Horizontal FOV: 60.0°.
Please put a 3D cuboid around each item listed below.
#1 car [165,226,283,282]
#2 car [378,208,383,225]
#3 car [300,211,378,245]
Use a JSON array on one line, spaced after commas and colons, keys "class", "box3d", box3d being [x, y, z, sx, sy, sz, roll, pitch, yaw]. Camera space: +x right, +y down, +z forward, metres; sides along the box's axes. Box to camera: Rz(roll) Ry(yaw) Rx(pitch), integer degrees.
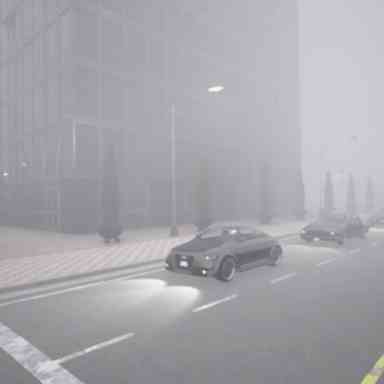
[{"class": "car", "box3d": [1.150, 1.791, 10.587, 1.994, 1.385, 4.181, -2, -2, 44]}, {"class": "car", "box3d": [14.637, 1.871, 24.698, 1.994, 1.385, 4.181, -2, -2, 43]}, {"class": "car", "box3d": [7.623, 1.813, 17.359, 2.033, 1.411, 5.357, -2, -2, 44]}]
